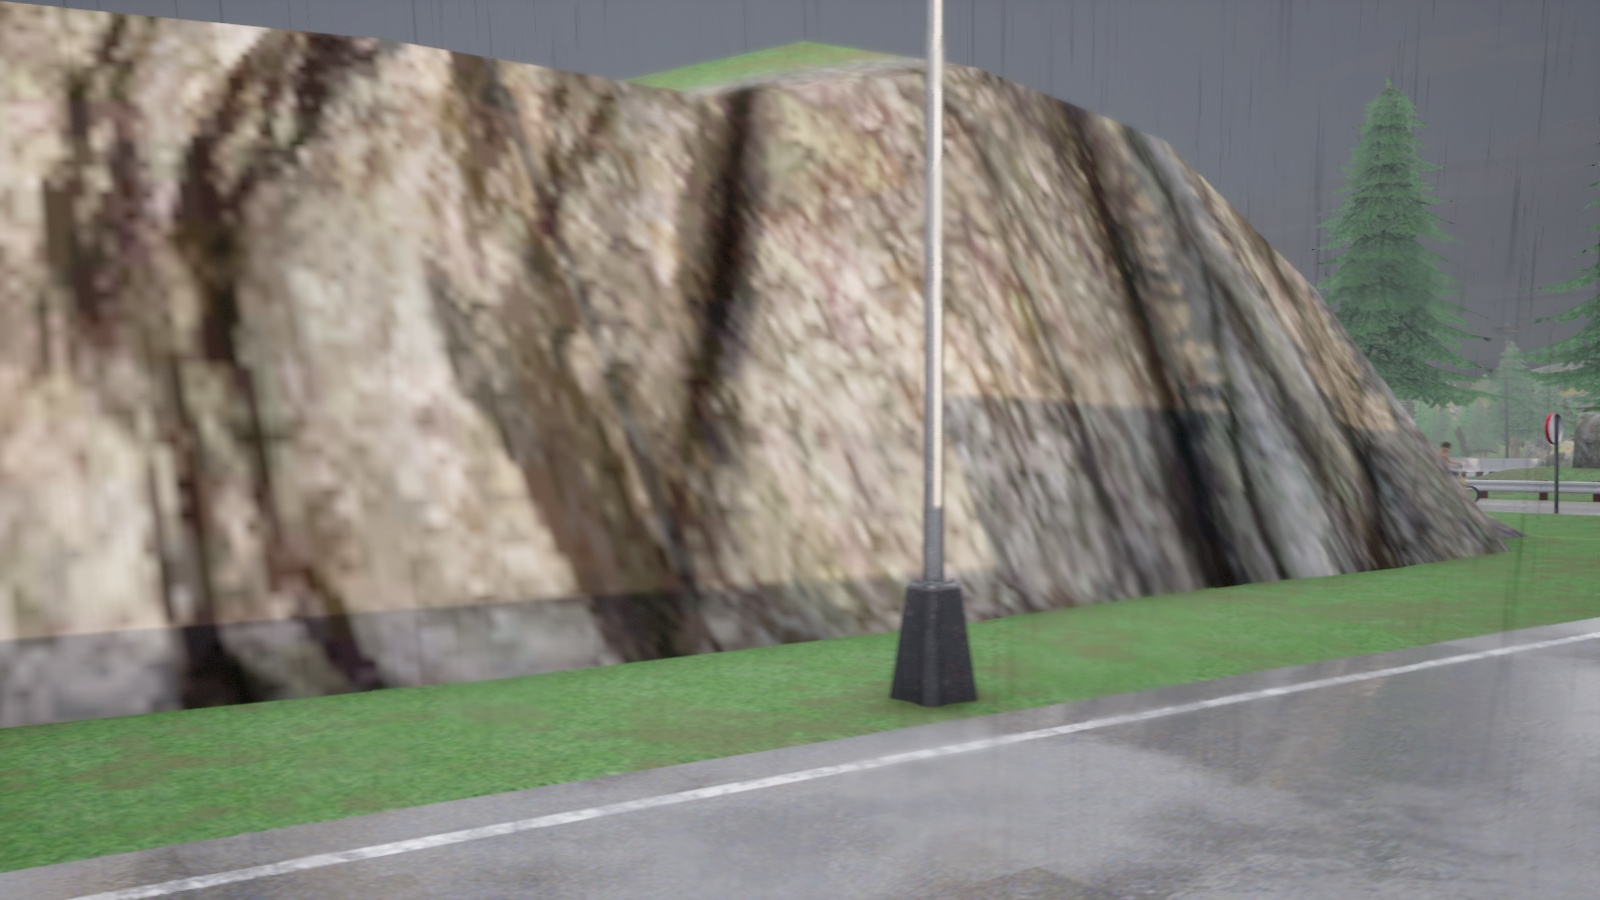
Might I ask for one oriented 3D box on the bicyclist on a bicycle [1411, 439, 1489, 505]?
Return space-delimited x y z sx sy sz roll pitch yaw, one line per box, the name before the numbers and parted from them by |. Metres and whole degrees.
bicyclist on a bicycle | 16.321 0.533 31.560 0.866 1.612 1.509 0 0 -35
